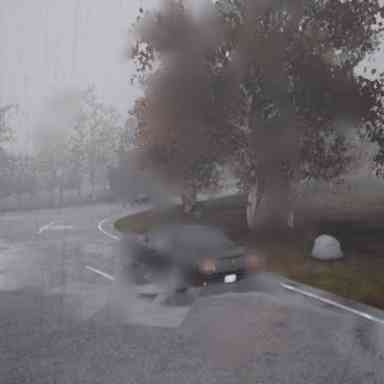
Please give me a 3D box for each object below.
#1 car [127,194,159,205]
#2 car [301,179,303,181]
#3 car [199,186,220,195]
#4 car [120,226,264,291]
[{"bbox_3d":[-6.598,0.941,45.286,1.895,1.301,4.718,0,3,32],"label":"car"},{"bbox_3d":[24.489,-2.950,78.266,1.812,1.442,4.674,0,5,39],"label":"car"},{"bbox_3d":[3.049,-0.431,58.885,2.128,1.511,4.902,0,5,39],"label":"car"},{"bbox_3d":[-0.342,1.586,9.097,1.895,1.301,4.718,0,0,-32],"label":"car"}]
